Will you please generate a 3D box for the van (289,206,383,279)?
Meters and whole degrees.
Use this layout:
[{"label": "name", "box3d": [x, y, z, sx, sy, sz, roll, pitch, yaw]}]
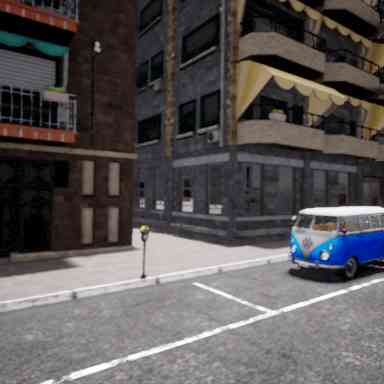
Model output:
[{"label": "van", "box3d": [4.599, 1.341, 9.789, 3.998, 1.788, 1.690, 0, 1, -35]}]
